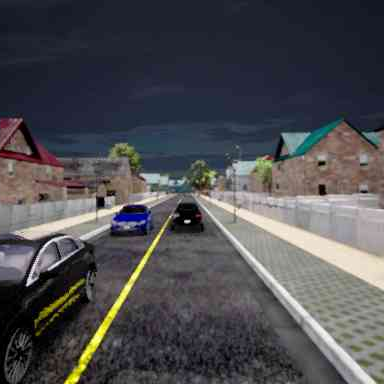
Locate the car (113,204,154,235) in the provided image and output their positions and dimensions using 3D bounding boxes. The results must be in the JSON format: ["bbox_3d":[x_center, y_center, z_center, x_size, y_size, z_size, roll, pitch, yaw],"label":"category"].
[{"bbox_3d":[-3.086,1.393,17.928,1.812,1.442,4.674,0,0,-1],"label":"car"}]

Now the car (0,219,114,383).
[{"bbox_3d":[-2.911,1.463,5.298,2.128,1.511,4.902,0,0,-1],"label":"car"}]

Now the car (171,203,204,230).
[{"bbox_3d":[-0.273,1.364,19.692,1.812,1.442,4.674,0,0,-1],"label":"car"}]
